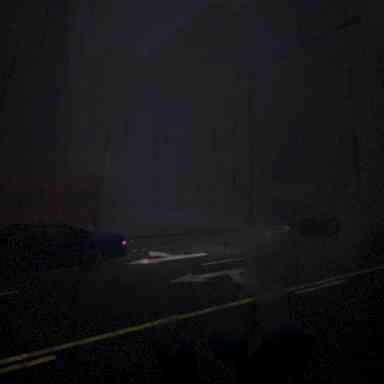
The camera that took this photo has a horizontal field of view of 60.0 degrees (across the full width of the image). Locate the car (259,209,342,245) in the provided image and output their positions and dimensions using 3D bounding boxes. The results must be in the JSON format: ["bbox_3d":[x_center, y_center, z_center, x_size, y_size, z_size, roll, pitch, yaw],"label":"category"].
[{"bbox_3d":[5.429,1.632,16.465,4.902,1.511,2.128,1,0,-36],"label":"car"}]

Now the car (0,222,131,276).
[{"bbox_3d":[-4.477,1.568,9.403,5.357,1.411,2.033,1,0,-36],"label":"car"}]
